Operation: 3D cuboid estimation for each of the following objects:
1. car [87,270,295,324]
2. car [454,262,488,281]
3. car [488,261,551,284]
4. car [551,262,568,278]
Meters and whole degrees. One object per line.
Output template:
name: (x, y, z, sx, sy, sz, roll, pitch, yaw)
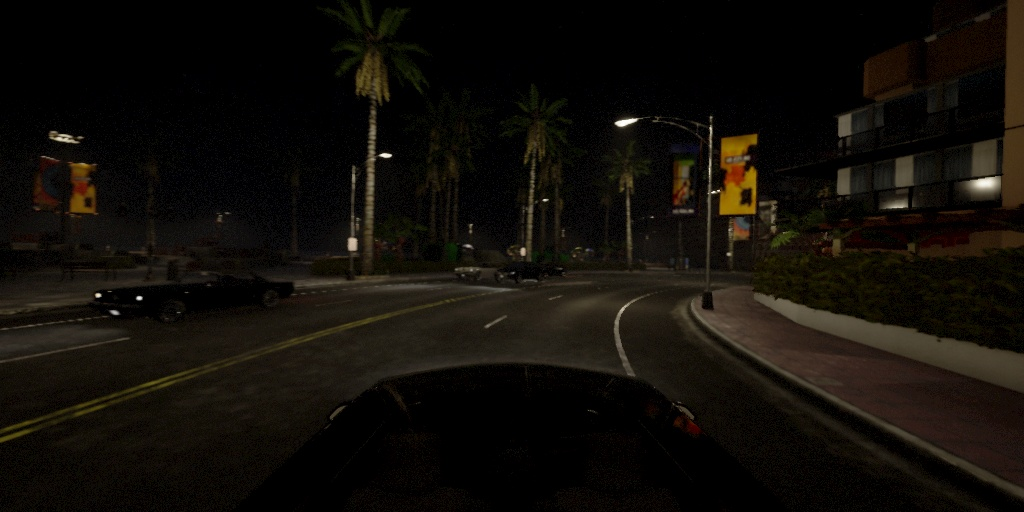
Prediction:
car: (-9.334, 1.111, 11.034, 1.895, 1.301, 4.718, 1, 0, 14)
car: (-2.240, 1.089, 27.429, 1.895, 1.301, 4.718, 1, 0, 35)
car: (0.655, 1.092, 25.460, 1.812, 1.442, 4.674, 1, 0, 35)
car: (3.389, 1.335, 34.087, 1.837, 1.490, 4.892, 1, 0, 43)
